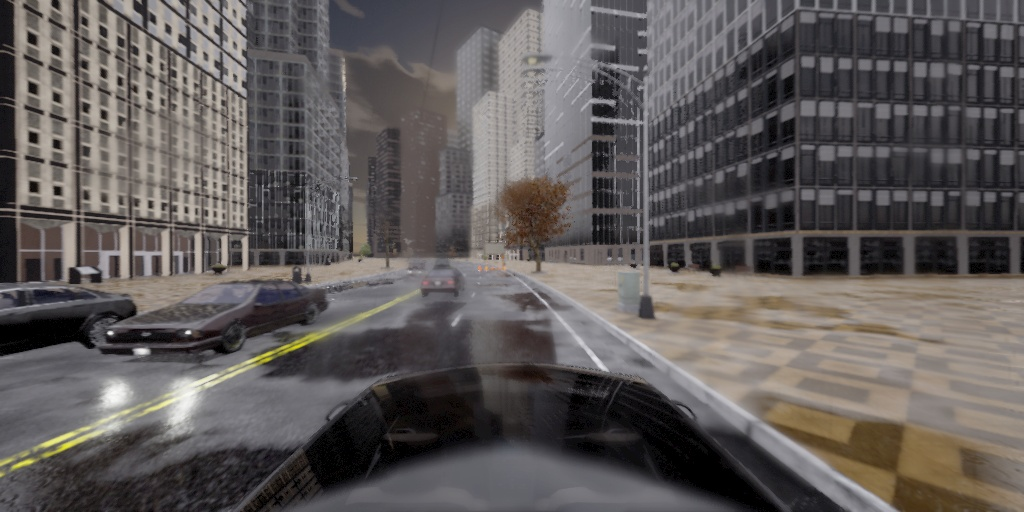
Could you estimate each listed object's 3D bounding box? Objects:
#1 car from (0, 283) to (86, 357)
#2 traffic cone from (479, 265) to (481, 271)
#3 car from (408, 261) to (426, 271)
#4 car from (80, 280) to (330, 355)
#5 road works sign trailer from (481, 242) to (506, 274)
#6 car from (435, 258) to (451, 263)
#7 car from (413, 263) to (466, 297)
[{"bbox_3d":[-9.902,1.287,6.556,2.128,1.511,4.902,0,0,-1],"label":"car"},{"bbox_3d":[-4.125,1.686,47.319,0.340,0.580,0.340,0,0,-7],"label":"traffic cone"},{"bbox_3d":[-12.811,1.335,48.553,1.994,1.385,4.181,0,0,-7],"label":"car"},{"bbox_3d":[-6.675,1.326,9.081,2.033,1.411,5.357,0,0,-1],"label":"car"},{"bbox_3d":[-1.938,0.194,40.527,2.380,3.560,2.880,0,0,-7],"label":"road works sign trailer"},{"bbox_3d":[-9.900,1.104,51.397,2.097,1.767,4.553,0,0,-7],"label":"car"},{"bbox_3d":[-3.546,1.305,19.138,2.033,1.411,5.357,0,0,-3],"label":"car"}]
